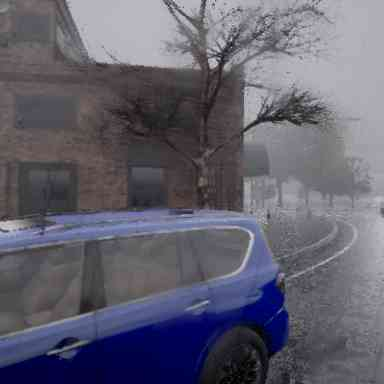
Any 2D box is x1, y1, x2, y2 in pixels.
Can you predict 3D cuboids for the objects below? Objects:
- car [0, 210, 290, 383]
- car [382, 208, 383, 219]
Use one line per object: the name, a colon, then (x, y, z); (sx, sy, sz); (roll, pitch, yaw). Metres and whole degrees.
car: (-1.388, 1.251, 3.114); (5.566, 2.045, 2.150); (0, 0, -38)
car: (17.240, 1.434, 27.188); (2.097, 1.767, 4.553); (0, -1, 13)
